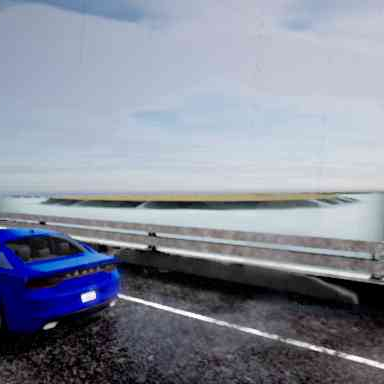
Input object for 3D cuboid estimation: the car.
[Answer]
[{"bbox_3d":[-3.612,1.452,6.564,5.008,1.535,1.882,0,0,35],"label":"car"}]
